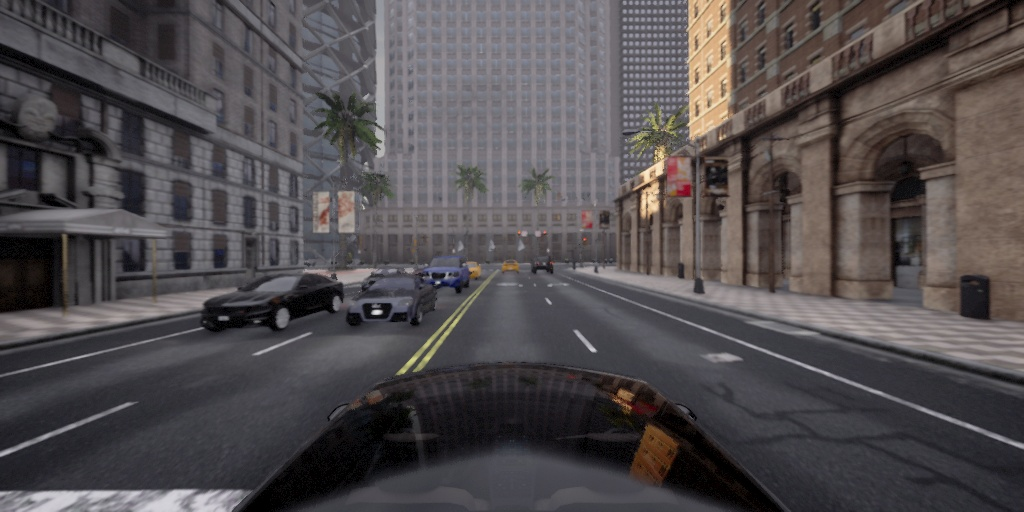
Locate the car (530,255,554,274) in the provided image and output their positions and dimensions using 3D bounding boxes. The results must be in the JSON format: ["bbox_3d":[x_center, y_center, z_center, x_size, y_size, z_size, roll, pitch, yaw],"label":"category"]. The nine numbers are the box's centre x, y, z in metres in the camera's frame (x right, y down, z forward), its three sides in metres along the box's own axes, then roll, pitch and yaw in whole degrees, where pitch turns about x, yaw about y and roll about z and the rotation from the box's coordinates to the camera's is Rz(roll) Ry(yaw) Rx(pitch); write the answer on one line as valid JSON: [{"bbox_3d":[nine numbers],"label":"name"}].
[{"bbox_3d":[3.360,0.936,40.668,2.150,2.045,5.566,0,0,-2],"label":"car"}]

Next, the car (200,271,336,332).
[{"bbox_3d":[-7.192,1.278,11.404,1.882,1.535,5.008,0,0,-1],"label":"car"}]

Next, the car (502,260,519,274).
[{"bbox_3d":[-0.163,1.217,41.989,1.882,1.535,5.008,0,0,0],"label":"car"}]

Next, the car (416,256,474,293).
[{"bbox_3d":[-3.779,0.994,21.188,2.150,2.045,5.566,0,0,0],"label":"car"}]

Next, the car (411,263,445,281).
[{"bbox_3d":[-7.281,1.359,31.336,1.994,1.385,4.181,0,0,0],"label":"car"}]

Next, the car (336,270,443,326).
[{"bbox_3d":[-3.701,1.338,11.716,1.994,1.385,4.181,0,0,-1],"label":"car"}]

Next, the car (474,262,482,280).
[{"bbox_3d":[-3.771,1.247,31.554,1.882,1.535,5.008,0,0,0],"label":"car"}]

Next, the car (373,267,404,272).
[{"bbox_3d":[-7.284,1.362,21.297,1.994,1.385,4.181,0,0,-1],"label":"car"}]
